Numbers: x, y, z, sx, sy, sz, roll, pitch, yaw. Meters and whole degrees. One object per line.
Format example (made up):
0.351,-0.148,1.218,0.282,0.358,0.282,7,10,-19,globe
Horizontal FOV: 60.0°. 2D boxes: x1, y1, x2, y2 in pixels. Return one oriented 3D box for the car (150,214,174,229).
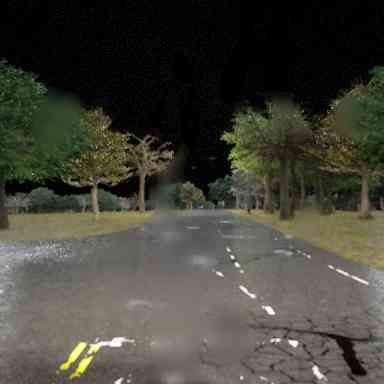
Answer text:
-2.798,2.794,32.014,1.994,1.385,4.181,-1,-1,2,car
